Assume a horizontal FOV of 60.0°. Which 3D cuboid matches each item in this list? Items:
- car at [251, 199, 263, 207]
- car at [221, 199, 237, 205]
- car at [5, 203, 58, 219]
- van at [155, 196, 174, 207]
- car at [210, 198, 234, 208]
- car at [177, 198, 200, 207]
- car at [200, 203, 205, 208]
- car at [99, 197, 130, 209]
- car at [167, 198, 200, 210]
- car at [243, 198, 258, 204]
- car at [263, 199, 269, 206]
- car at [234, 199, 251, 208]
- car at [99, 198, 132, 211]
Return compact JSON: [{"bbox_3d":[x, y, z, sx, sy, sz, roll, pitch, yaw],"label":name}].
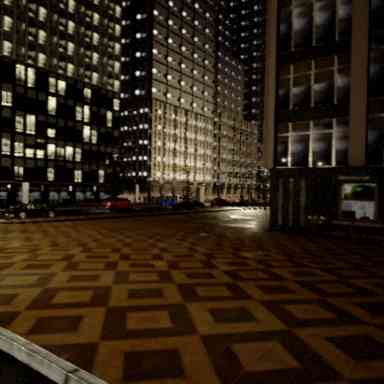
[{"bbox_3d":[11.968,2.323,66.511,1.802,1.307,4.206,1,0,36],"label":"car"},{"bbox_3d":[8.447,2.200,75.980,1.802,1.307,4.206,1,0,36],"label":"car"},{"bbox_3d":[-14.217,1.674,29.748,2.008,1.369,4.403,1,0,36],"label":"car"},{"bbox_3d":[-4.693,1.652,57.641,1.690,1.788,3.998,1,0,36],"label":"van"},{"bbox_3d":[5.274,1.924,61.765,2.097,1.767,4.553,2,0,36],"label":"car"},{"bbox_3d":[-0.533,1.780,58.811,1.994,1.385,4.181,2,0,36],"label":"car"},{"bbox_3d":[0.021,1.996,54.385,2.033,1.411,5.357,2,0,36],"label":"car"},{"bbox_3d":[-11.265,1.596,48.470,1.967,1.590,4.097,1,0,36],"label":"car"},{"bbox_3d":[-1.178,1.999,48.166,1.947,1.339,4.313,1,0,36],"label":"car"},{"bbox_3d":[15.017,2.338,85.150,1.947,1.339,4.313,1,0,36],"label":"car"},{"bbox_3d":[15.257,2.258,71.097,1.967,1.590,4.097,1,0,36],"label":"car"},{"bbox_3d":[8.682,2.230,61.925,1.947,1.339,4.313,1,0,36],"label":"car"},{"bbox_3d":[-10.334,1.542,45.270,2.097,1.767,4.553,2,0,36],"label":"car"}]
